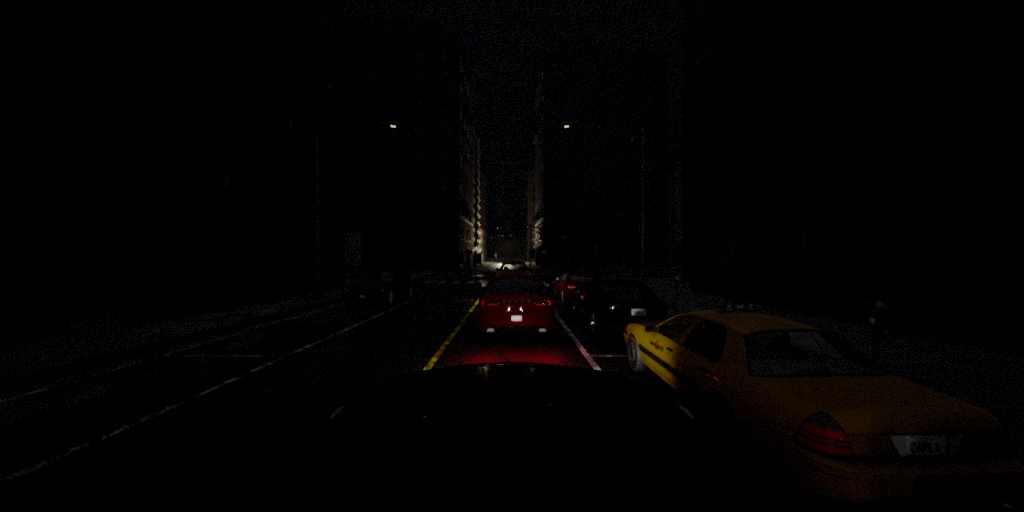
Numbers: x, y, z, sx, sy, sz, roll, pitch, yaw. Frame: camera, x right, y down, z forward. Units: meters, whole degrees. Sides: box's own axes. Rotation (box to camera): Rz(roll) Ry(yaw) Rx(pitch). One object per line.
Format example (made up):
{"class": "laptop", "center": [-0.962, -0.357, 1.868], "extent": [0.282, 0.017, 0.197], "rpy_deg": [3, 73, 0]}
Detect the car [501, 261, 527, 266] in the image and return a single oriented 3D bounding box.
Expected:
{"class": "car", "center": [0.108, 1.088, 20.714], "extent": [2.097, 1.767, 4.553], "rpy_deg": [0, 0, 0]}

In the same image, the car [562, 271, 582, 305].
{"class": "car", "center": [2.882, 1.321, 15.790], "extent": [1.802, 1.307, 4.207], "rpy_deg": [0, 0, 0]}

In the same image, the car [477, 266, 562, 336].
{"class": "car", "center": [0.101, 1.222, 10.381], "extent": [1.882, 1.535, 5.008], "rpy_deg": [0, 0, 0]}

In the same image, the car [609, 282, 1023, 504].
{"class": "car", "center": [2.873, 1.273, 4.788], "extent": [1.751, 1.417, 4.829], "rpy_deg": [0, 0, 0]}

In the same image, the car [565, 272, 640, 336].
{"class": "car", "center": [2.878, 1.310, 10.204], "extent": [1.948, 1.339, 4.313], "rpy_deg": [0, 0, 0]}

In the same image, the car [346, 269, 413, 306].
{"class": "car", "center": [-5.663, 1.285, 15.794], "extent": [1.888, 1.381, 4.507], "rpy_deg": [0, 0, 0]}
